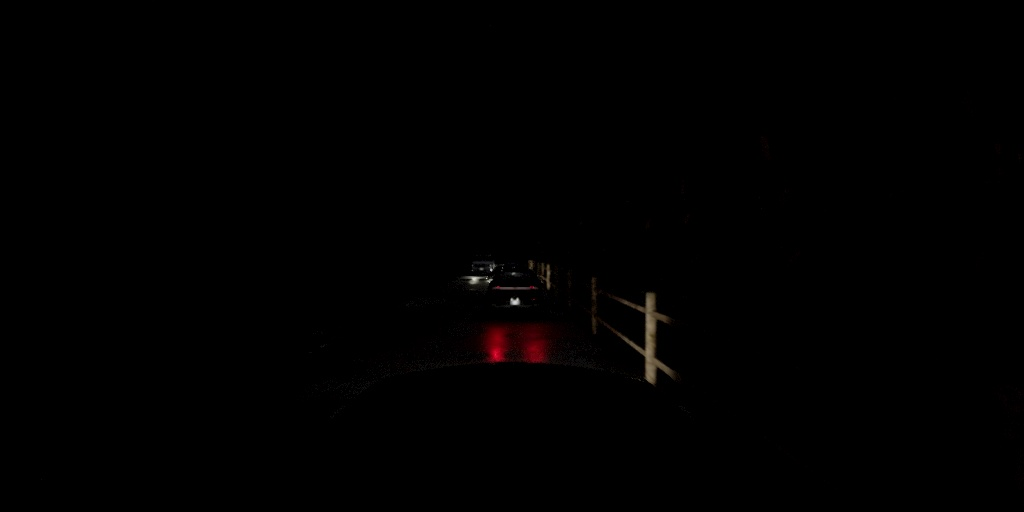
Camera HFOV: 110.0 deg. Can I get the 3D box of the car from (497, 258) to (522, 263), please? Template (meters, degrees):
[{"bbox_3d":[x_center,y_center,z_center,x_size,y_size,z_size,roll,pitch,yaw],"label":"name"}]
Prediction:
[{"bbox_3d":[0.110,1.135,29.780,2.128,1.511,4.902,0,0,0],"label":"car"}]

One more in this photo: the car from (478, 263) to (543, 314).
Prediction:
[{"bbox_3d":[0.100,1.190,13.396,2.128,1.511,4.902,0,0,0],"label":"car"}]

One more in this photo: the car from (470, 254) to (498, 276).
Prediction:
[{"bbox_3d":[-2.830,0.850,35.860,2.150,2.045,5.566,0,0,0],"label":"car"}]
